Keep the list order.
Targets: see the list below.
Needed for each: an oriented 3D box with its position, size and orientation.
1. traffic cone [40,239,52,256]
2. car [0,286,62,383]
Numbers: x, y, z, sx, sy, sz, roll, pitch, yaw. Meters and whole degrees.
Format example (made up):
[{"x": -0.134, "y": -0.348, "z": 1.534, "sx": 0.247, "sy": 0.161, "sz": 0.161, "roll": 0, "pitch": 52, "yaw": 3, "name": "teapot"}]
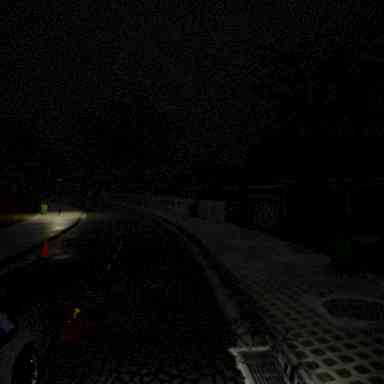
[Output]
[{"x": -5.217, "y": 1.974, "z": 11.905, "sx": 0.340, "sy": 0.580, "sz": 0.340, "roll": 0, "pitch": 0, "yaw": -7, "name": "traffic cone"}, {"x": -2.515, "y": 1.555, "z": 1.973, "sx": 2.033, "sy": 1.411, "sz": 5.357, "roll": 0, "pitch": 0, "yaw": -2, "name": "car"}]
